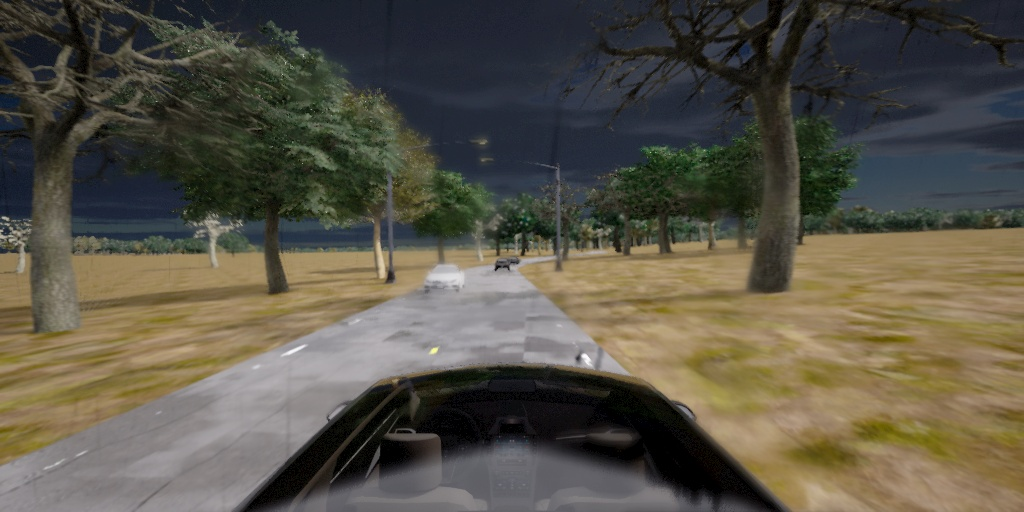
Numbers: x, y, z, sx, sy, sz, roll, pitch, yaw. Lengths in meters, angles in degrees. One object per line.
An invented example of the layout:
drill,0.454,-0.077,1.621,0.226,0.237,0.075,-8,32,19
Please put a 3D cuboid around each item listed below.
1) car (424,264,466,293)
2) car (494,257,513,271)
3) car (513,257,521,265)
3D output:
car,-3.668,1.202,20.169,1.812,1.442,4.674,-1,0,-2
car,-1.139,1.011,44.795,1.837,1.490,4.892,-1,0,0
car,0.414,0.868,62.601,1.837,1.490,4.892,-1,1,10
